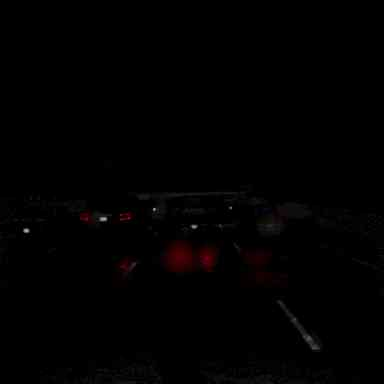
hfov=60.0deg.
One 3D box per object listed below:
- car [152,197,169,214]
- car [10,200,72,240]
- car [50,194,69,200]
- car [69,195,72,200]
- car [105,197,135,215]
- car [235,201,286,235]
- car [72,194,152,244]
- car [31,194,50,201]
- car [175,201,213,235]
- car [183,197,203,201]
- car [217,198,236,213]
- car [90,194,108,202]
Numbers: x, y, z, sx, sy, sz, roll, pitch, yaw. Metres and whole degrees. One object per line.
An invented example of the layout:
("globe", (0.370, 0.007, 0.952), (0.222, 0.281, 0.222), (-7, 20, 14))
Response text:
("car", (-3.381, 1.277, 32.384), (1.837, 1.490, 4.892), (0, 0, 0))
("car", (-6.892, 1.377, 16.264), (2.128, 1.511, 4.902), (0, 0, 0))
("car", (-24.354, 1.036, 62.839), (1.882, 1.535, 5.008), (0, 1, 2))
("car", (-20.851, 1.117, 62.742), (1.994, 1.385, 4.181), (0, 0, 2))
("car", (-6.881, 1.277, 32.382), (1.837, 1.490, 4.892), (0, 0, 0))
("car", (3.610, 1.402, 17.623), (1.812, 1.442, 4.674), (0, 0, 0))
("car", (-3.391, 1.113, 15.413), (2.150, 2.045, 5.566), (0, 0, 0))
("car", (-27.904, 1.069, 61.486), (1.837, 1.490, 4.892), (0, 0, 2))
("car", (0.096, 1.401, 17.692), (1.812, 1.442, 4.674), (0, 0, 0))
("car", (0.120, 1.240, 33.851), (1.882, 1.535, 5.008), (0, 0, 0))
("car", (3.607, 1.292, 33.315), (1.812, 1.442, 4.674), (0, 0, 0))
("car", (-17.362, 1.088, 62.227), (1.812, 1.442, 4.674), (0, 0, 2))
